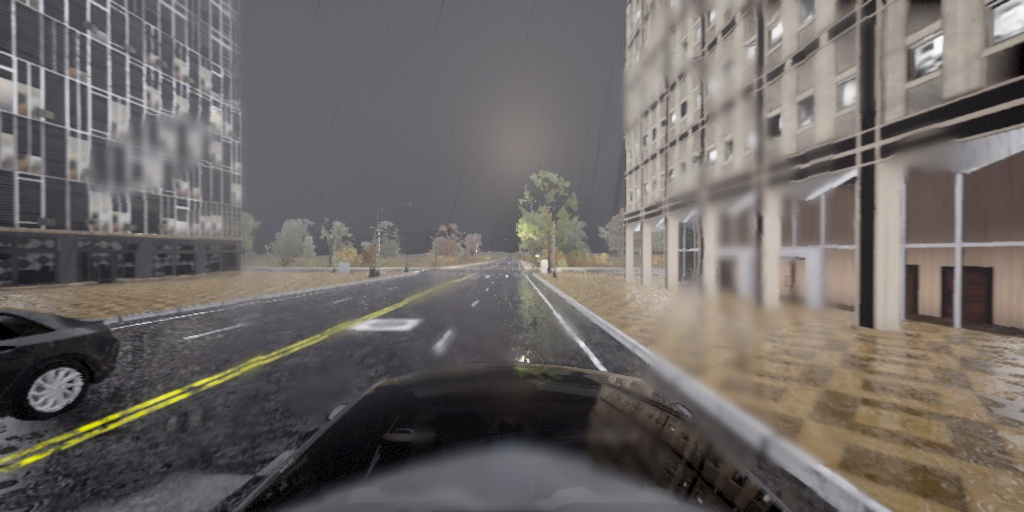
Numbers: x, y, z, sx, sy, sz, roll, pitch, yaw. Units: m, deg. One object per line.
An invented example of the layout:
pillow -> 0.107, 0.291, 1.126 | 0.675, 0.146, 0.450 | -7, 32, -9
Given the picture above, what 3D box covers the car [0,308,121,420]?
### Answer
car -> -6.601, 1.268, 3.109 | 1.837, 1.490, 4.892 | 0, -1, 0
